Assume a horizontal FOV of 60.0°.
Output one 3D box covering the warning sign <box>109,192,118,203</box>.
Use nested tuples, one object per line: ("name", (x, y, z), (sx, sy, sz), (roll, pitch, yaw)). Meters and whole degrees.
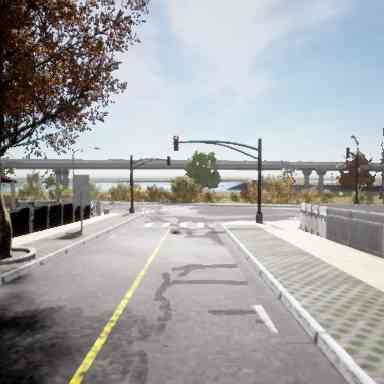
("warning sign", (-14.247, 0.997, 60.260), (1.060, 1.860, 1.300), (2, 1, 36))
